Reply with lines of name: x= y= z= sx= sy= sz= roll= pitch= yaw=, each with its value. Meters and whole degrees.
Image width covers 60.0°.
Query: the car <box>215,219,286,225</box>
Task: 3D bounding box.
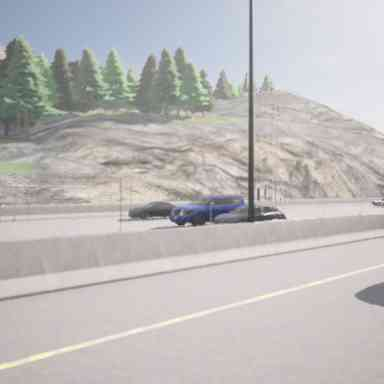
car: x=3.402 y=1.503 z=19.316 sx=4.892 sy=1.490 sz=1.837 roll=0 pitch=0 yaw=-36

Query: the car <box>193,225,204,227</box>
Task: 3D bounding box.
car: x=1.268 y=1.219 z=22.092 sx=5.566 sy=2.045 sz=2.150 roll=0 pitch=0 yaw=-35
